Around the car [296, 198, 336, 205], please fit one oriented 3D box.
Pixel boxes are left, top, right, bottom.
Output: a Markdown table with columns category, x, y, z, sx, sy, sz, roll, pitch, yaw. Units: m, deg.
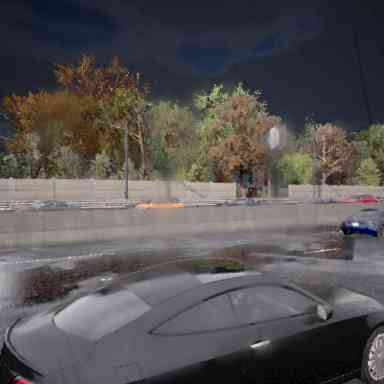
| category | x | y | z | sx | sy | sz | roll | pitch | yaw |
| --- | --- | --- | --- | --- | --- | --- | --- | --- | --- |
| car | 14.886 | 1.494 | 40.856 | 4.902 | 1.511 | 2.128 | 0 | 0 | -30 |

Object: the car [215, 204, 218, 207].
| category | x | y | z | sx | sy | sz | roll | pitch | yaw |
| --- | --- | --- | --- | --- | --- | --- | --- | --- | --- |
| car | 5.228 | 1.548 | 39.278 | 5.357 | 1.411 | 2.033 | 0 | 0 | -29 |

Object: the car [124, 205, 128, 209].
| category | x | y | z | sx | sy | sz | roll | pitch | yaw |
| --- | --- | --- | --- | --- | --- | --- | --- | --- | --- |
| car | -4.446 | 1.503 | 33.640 | 4.892 | 1.490 | 1.837 | 0 | 0 | -30 |

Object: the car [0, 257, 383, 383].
| category | x | y | z | sx | sy | sz | roll | pitch | yaw |
| --- | --- | --- | --- | --- | --- | --- | --- | --- | --- |
| car | 0.401 | 1.526 | 3.830 | 4.674 | 1.442 | 1.812 | 0 | 0 | -30 |

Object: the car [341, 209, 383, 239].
| category | x | y | z | sx | sy | sz | roll | pitch | yaw |
| --- | --- | --- | --- | --- | --- | --- | --- | --- | --- |
| car | 9.777 | 1.563 | 17.394 | 4.181 | 1.385 | 1.994 | 0 | 0 | -30 |

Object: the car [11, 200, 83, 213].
| category | x | y | z | sx | sy | sz | roll | pitch | yaw |
| --- | --- | --- | --- | --- | --- | --- | --- | --- | --- |
| car | -11.034 | 1.492 | 25.754 | 4.902 | 1.511 | 2.128 | 0 | 0 | -30 |

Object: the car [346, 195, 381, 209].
| category | x | y | z | sx | sy | sz | roll | pitch | yaw |
| --- | --- | --- | --- | --- | --- | --- | --- | --- | --- |
| car | 23.694 | 1.360 | 45.985 | 4.553 | 1.767 | 2.097 | 0 | 0 | -30 |

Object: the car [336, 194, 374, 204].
| category | x | y | z | sx | sy | sz | roll | pitch | yaw |
| --- | --- | --- | --- | --- | --- | --- | --- | --- | --- |
| car | 19.597 | 1.225 | 39.549 | 5.566 | 2.045 | 2.150 | 0 | 0 | -30 |

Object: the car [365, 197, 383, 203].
| category | x | y | z | sx | sy | sz | roll | pitch | yaw |
| --- | --- | --- | --- | --- | --- | --- | --- | --- | --- |
| car | 21.551 | 1.567 | 36.639 | 4.181 | 1.385 | 1.994 | 0 | 0 | -30 |

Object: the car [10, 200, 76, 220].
| category | x | y | z | sx | sy | sz | roll | pitch | yaw |
| --- | --- | --- | --- | --- | --- | --- | --- | --- | --- |
| car | -12.821 | 1.478 | 28.764 | 5.008 | 1.535 | 1.882 | 0 | 0 | -30 |

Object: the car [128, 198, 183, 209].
| category | x | y | z | sx | sy | sz | roll | pitch | yaw |
| --- | --- | --- | --- | --- | --- | --- | --- | --- | --- |
| car | -3.041 | 1.352 | 30.411 | 4.553 | 1.767 | 2.097 | 0 | 0 | -30 |

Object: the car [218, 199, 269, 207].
| category | x | y | z | sx | sy | sz | roll | pitch | yaw |
| --- | --- | --- | --- | --- | --- | --- | --- | --- | --- |
| car | 5.869 | 1.548 | 35.605 | 5.357 | 1.411 | 2.033 | 0 | 0 | -30 |

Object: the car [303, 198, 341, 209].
| category | x | y | z | sx | sy | sz | roll | pitch | yaw |
| --- | --- | --- | --- | --- | --- | --- | --- | --- | --- |
| car | 18.384 | 1.552 | 46.946 | 5.357 | 1.411 | 2.033 | 0 | 0 | -30 |
